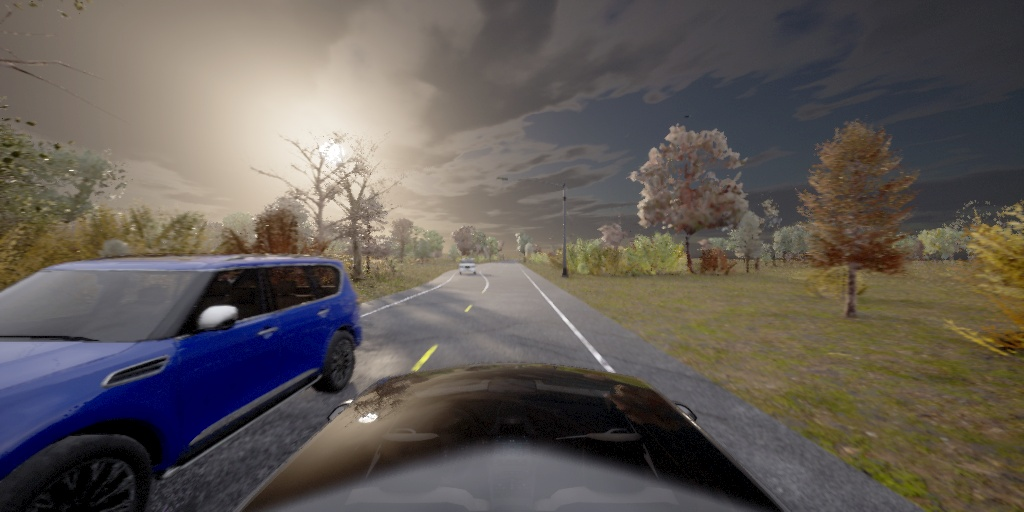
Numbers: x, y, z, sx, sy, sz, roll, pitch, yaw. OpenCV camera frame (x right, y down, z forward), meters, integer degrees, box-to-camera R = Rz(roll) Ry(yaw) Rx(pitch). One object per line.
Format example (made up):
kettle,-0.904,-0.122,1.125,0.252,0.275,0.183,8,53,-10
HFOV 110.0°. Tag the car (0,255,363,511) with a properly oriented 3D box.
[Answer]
car,-3.599,0.993,3.866,2.150,2.045,5.566,0,-1,0

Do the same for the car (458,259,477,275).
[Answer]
car,-5.739,1.348,46.443,2.150,2.045,5.566,0,-1,-7
